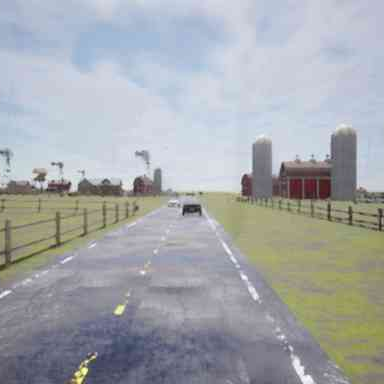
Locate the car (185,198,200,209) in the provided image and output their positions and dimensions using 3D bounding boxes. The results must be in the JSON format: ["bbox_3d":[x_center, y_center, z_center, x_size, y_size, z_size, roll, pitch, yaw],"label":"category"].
[{"bbox_3d":[0.039,1.542,46.219,1.994,1.385,4.181,0,0,1],"label":"car"}]

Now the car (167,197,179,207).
[{"bbox_3d":[-2.748,1.538,50.507,1.812,1.442,4.674,0,0,0],"label":"car"}]

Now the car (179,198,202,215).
[{"bbox_3d":[0.010,1.461,33.042,1.882,1.535,5.008,0,0,0],"label":"car"}]
